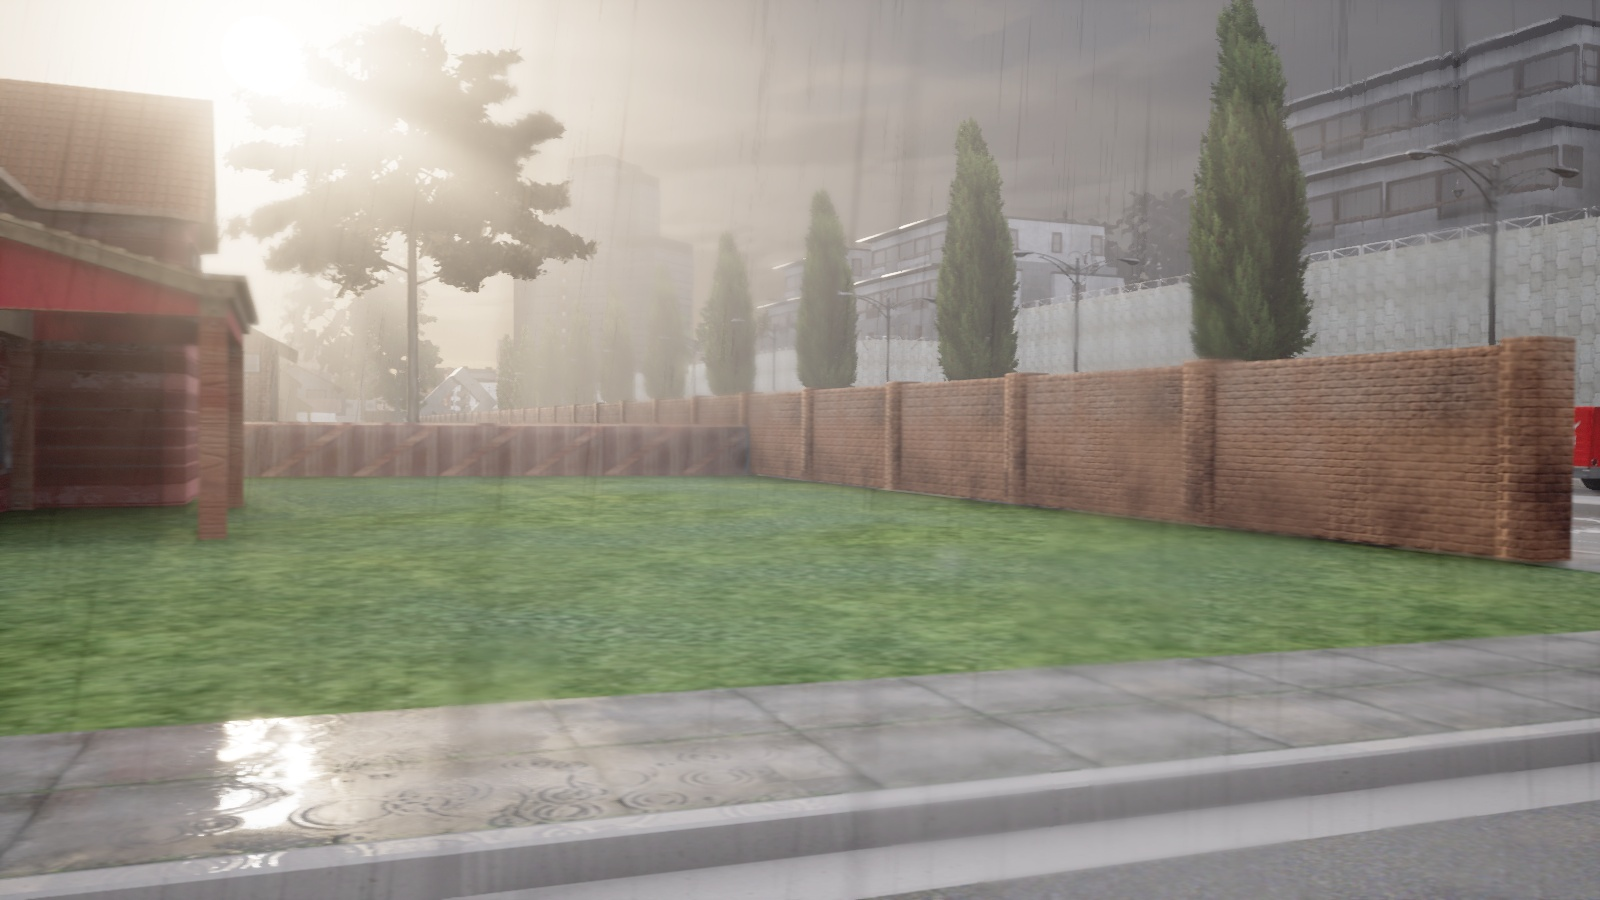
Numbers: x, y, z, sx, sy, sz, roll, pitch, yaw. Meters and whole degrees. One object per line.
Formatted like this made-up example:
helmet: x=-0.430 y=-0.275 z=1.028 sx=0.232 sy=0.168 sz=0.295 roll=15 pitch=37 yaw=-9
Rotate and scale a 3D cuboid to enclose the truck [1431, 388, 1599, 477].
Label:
truck: x=22.157 y=-0.544 z=37.852 sx=2.627 sy=2.467 sz=5.204 roll=-1 pitch=1 yaw=-21
